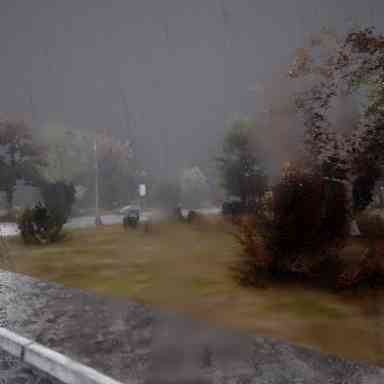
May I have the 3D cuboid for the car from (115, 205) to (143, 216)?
[{"bbox_3d":[-9.328,2.762,49.487,1.837,1.490,4.892,-3,-2,32],"label":"car"}]
